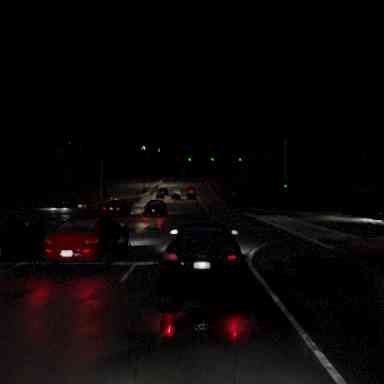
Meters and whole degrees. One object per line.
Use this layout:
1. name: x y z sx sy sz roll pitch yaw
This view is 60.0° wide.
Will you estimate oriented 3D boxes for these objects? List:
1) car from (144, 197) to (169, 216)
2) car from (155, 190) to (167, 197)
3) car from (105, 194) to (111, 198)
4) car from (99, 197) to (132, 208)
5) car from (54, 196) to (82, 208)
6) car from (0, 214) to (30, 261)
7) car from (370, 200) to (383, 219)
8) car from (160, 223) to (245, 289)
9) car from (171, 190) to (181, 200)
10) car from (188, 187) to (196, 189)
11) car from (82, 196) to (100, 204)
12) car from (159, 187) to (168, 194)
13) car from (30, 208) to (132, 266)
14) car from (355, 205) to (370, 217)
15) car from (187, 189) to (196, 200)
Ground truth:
1. car: -3.402 1.449 31.641 1.812 1.442 4.674 0 0 0
2. car: -7.110 0.893 73.547 1.812 1.442 4.674 0 3 0
3. car: -17.571 1.173 66.603 1.882 1.535 5.008 0 2 0
4. car: -6.902 1.472 30.909 2.033 1.411 5.357 0 0 0
5. car: -17.566 1.391 46.615 1.837 1.490 4.892 0 0 0
6. car: -6.902 1.497 11.575 1.812 1.442 4.674 0 0 0
7. car: 16.574 1.502 25.731 4.181 1.385 1.994 0 0 0
8. car: 0.332 1.542 9.160 1.994 1.385 4.181 0 0 3
9. car: -3.610 0.893 73.566 1.812 1.442 4.674 0 3 0
10. car: -0.170 -0.298 84.334 2.150 2.045 5.566 0 7 0
11. car: -17.517 1.410 56.517 2.033 1.411 5.357 0 0 0
12. car: -7.166 -0.222 83.558 2.150 2.045 5.566 0 7 0
13. car: -3.401 1.497 11.336 1.812 1.442 4.674 0 0 0
14. car: 17.016 1.408 29.233 5.008 1.535 1.882 0 0 0
15. car: -0.112 0.822 73.973 1.882 1.535 5.008 0 3 0
